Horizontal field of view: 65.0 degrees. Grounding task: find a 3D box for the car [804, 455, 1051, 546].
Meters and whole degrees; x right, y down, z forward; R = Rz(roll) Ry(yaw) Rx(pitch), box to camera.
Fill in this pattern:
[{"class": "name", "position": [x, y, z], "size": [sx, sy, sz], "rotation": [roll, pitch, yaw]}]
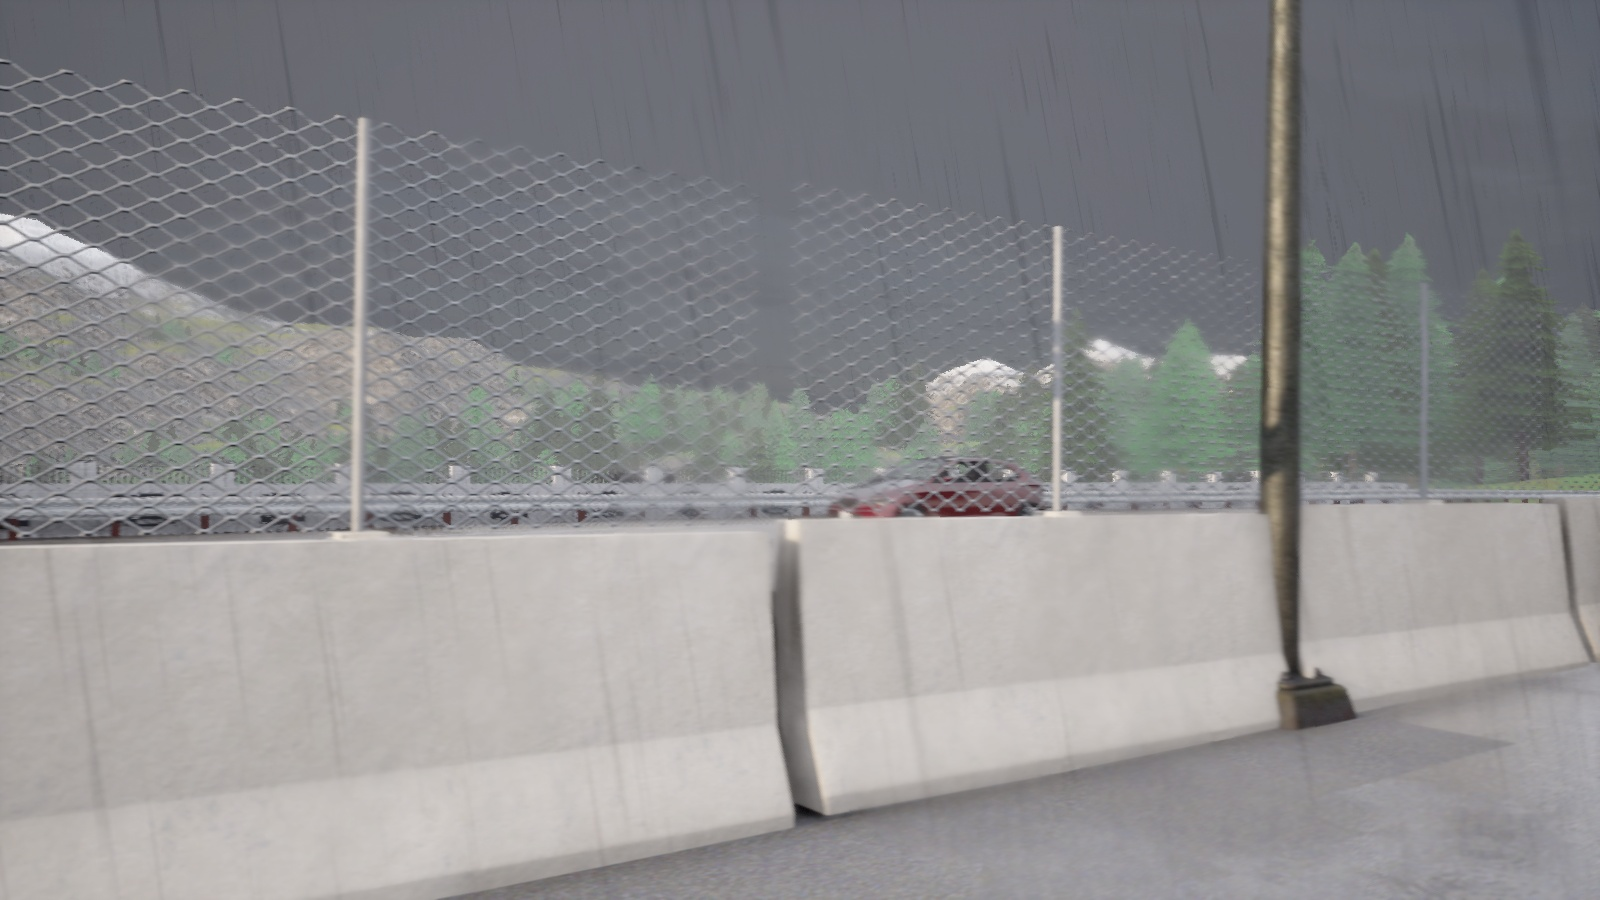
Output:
[{"class": "car", "position": [2.317, 0.836, 22.329], "size": [4.193, 1.474, 1.816], "rotation": [0, 0, -35]}]
